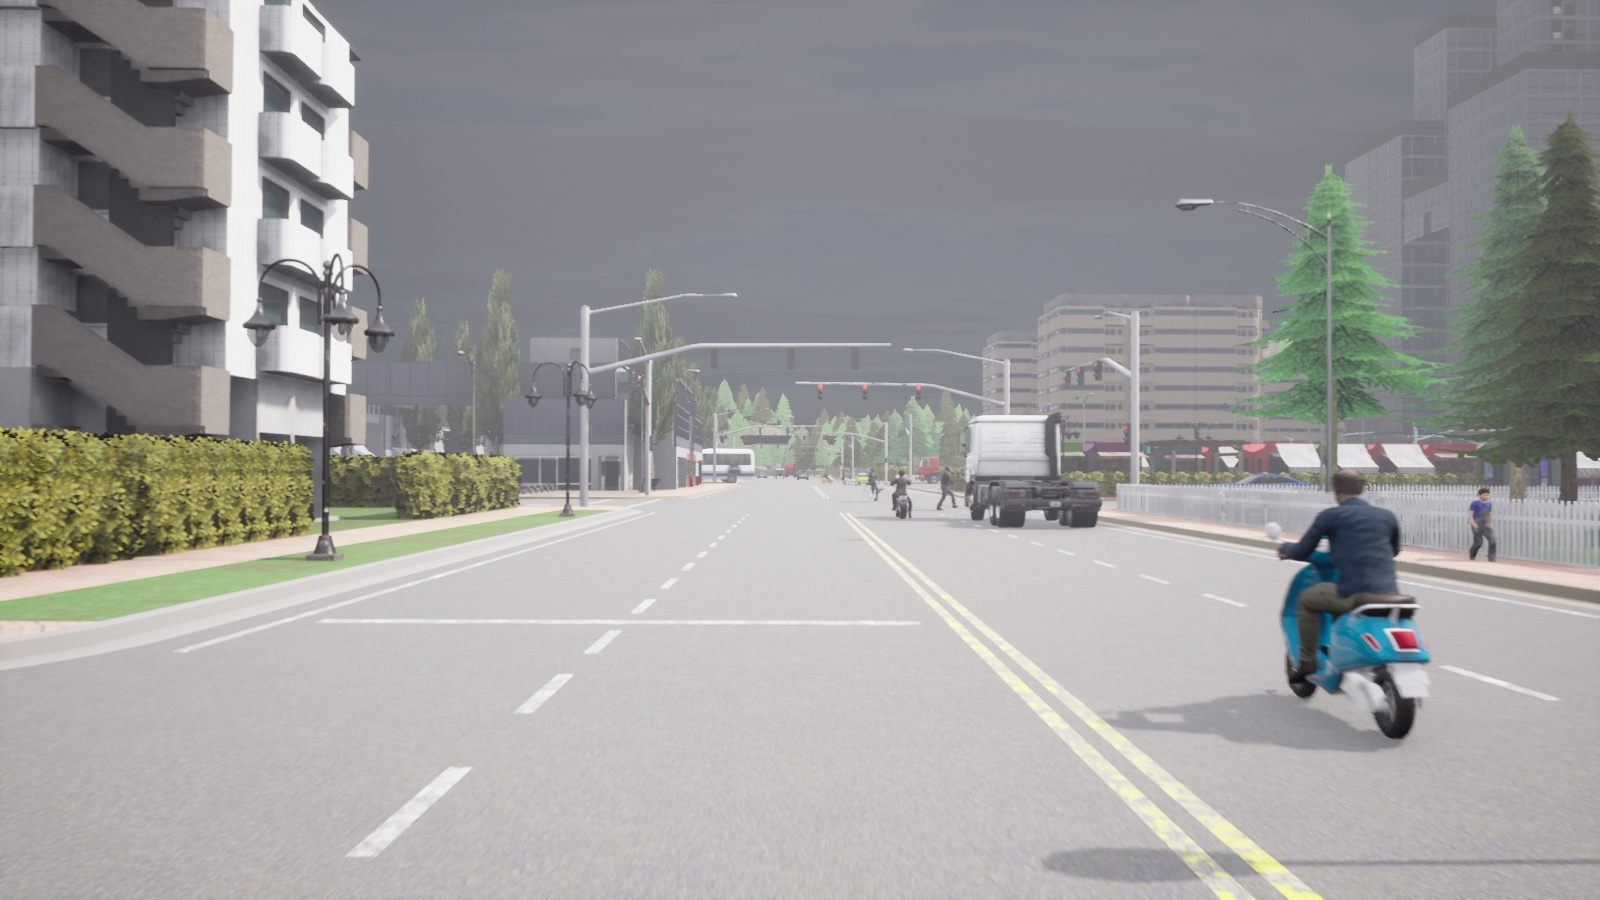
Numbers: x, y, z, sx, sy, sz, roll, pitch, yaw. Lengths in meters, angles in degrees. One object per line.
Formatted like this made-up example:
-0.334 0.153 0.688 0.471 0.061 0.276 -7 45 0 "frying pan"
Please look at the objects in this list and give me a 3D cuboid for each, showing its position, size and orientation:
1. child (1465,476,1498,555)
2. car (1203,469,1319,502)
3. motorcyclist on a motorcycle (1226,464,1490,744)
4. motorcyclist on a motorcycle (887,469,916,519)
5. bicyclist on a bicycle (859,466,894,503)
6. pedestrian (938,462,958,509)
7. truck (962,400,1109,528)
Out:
11.004 1.049 20.277 0.270 1.263 0.437 0 -1 0 "child"
22.679 1.738 61.912 5.008 1.535 1.882 0 -1 -2 "car"
3.480 0.889 8.054 0.866 1.590 1.817 0 -1 0 "motorcyclist on a motorcycle"
3.397 1.459 42.251 0.766 1.649 2.350 0 -1 0 "motorcyclist on a motorcycle"
3.800 1.718 62.628 0.659 1.776 1.843 2 -2 -41 "bicyclist on a bicycle"
5.857 1.417 49.722 0.720 1.854 0.376 0 -1 0 "pedestrian"
6.913 0.443 38.116 2.891 3.462 7.936 0 -1 0 "truck"
